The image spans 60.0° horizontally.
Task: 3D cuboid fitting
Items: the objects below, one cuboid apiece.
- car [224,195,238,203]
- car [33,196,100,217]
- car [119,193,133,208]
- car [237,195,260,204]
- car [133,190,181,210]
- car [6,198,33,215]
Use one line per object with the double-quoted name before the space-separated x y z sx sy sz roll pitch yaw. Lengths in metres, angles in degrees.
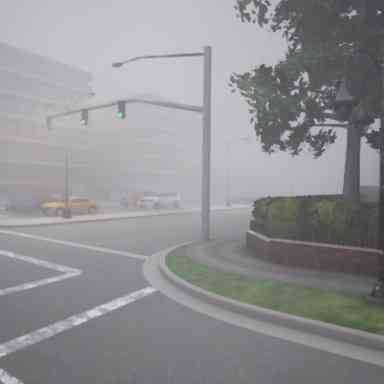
"car" 7.624 1.154 57.462 2.033 1.411 5.357 1 1 36
"car" -9.959 1.130 27.405 1.882 1.535 5.008 1 1 36
"car" -5.894 0.820 38.955 2.150 2.045 5.566 1 1 36
"car" 9.852 1.258 54.587 1.895 1.301 4.718 1 1 36
"car" -3.432 0.873 36.392 2.150 2.045 5.566 1 1 36
"car" -13.108 1.149 29.024 2.033 1.411 5.357 1 1 36
